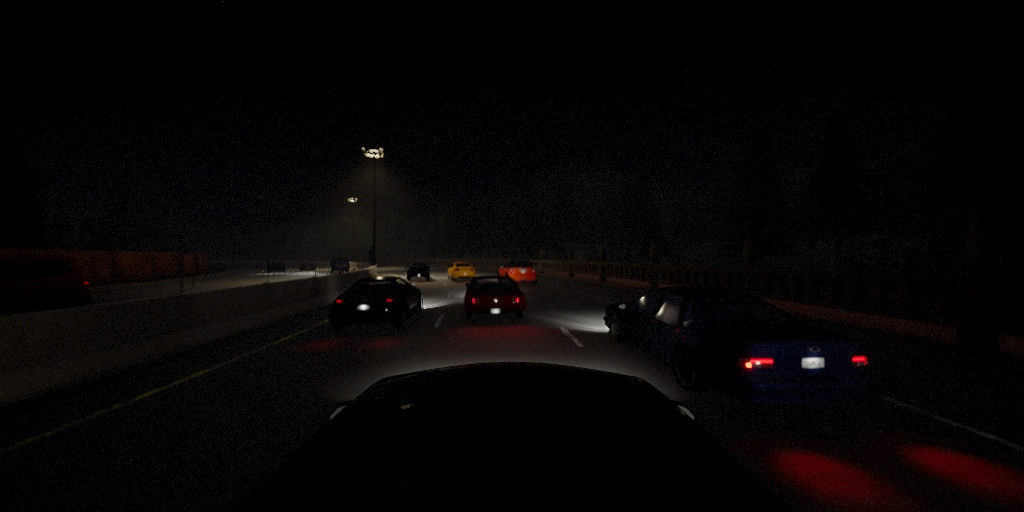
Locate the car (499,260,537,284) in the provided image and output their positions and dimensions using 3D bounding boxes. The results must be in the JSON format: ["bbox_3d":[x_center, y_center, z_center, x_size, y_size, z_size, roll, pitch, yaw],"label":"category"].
[{"bbox_3d":[0.279,1.109,26.656,2.097,1.767,4.553,0,0,-13],"label":"car"}]

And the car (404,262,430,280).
[{"bbox_3d":[-8.186,1.297,31.173,1.837,1.490,4.892,0,0,-17],"label":"car"}]

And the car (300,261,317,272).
[{"bbox_3d":[-27.832,1.368,48.934,2.128,1.511,4.902,0,0,-31],"label":"car"}]

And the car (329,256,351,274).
[{"bbox_3d":[-21.293,1.070,44.442,2.150,2.045,5.566,0,0,-27],"label":"car"}]

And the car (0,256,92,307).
[{"bbox_3d":[-14.575,1.032,9.275,2.150,2.045,5.566,0,0,-6],"label":"car"}]

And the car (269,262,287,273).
[{"bbox_3d":[-30.751,1.434,47.091,2.033,1.411,5.357,0,0,-31],"label":"car"}]

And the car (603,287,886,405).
[{"bbox_3d":[3.344,1.286,6.663,2.033,1.411,5.357,0,0,-3],"label":"car"}]

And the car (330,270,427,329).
[{"bbox_3d":[-4.130,1.334,11.490,1.994,1.385,4.181,0,0,-6],"label":"car"}]

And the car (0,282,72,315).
[{"bbox_3d":[-10.760,1.341,5.278,2.033,1.411,5.357,0,0,-3],"label":"car"}]

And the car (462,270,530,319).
[{"bbox_3d":[-0.727,1.358,12.932,1.895,1.301,4.718,0,0,-6],"label":"car"}]

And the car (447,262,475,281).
[{"bbox_3d":[-4.386,1.255,30.639,1.882,1.535,5.008,0,0,-16],"label":"car"}]
